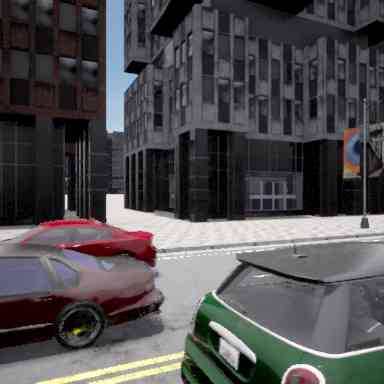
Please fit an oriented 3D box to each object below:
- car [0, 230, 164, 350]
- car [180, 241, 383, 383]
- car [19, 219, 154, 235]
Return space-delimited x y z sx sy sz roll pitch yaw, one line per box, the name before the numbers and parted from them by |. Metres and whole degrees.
car | -3.162 1.547 4.995 5.357 1.411 2.033 0 0 -24
car | 2.244 1.352 3.622 4.553 1.767 2.097 0 0 -24
car | -3.379 1.477 8.455 5.008 1.535 1.882 0 0 -24
